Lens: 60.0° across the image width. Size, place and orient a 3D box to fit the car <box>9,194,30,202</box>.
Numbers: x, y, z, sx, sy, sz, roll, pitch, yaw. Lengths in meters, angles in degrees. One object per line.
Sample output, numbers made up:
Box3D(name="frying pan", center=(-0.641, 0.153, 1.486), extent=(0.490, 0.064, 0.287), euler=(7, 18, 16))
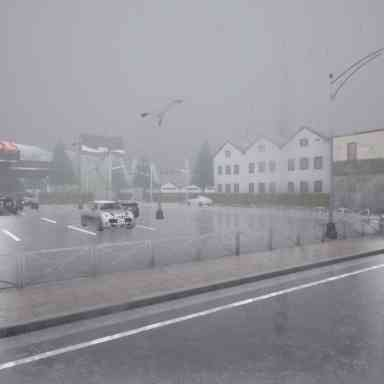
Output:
Box3D(name="car", center=(-38.233, 1.328, 73.739), extent=(3.866, 1.878, 1.905), euler=(0, 0, -36))

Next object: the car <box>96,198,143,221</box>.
Box3D(name="car", center=(-5.800, 1.313, 26.193), extent=(2.007, 1.523, 4.514), euler=(0, 0, -36))

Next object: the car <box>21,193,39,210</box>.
Box3D(name="car", center=(-19.163, 1.092, 38.620), extent=(1.905, 1.878, 3.866), euler=(0, 0, -36))

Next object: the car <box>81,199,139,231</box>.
Box3D(name="car", center=(-4.685, 1.247, 18.327), extent=(1.970, 1.475, 3.806), euler=(0, 0, -36))

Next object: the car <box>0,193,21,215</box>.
Box3D(name="car", center=(-17.266, 1.113, 30.307), extent=(1.932, 1.855, 4.605), euler=(0, 0, -36))

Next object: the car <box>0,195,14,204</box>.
Box3D(name="car", center=(-38.474, 1.495, 66.610), extent=(4.611, 1.667, 2.242), euler=(0, 0, -36))

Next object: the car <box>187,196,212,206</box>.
Box3D(name="car", center=(1.137, 1.349, 49.282), extent=(1.812, 1.442, 4.674), euler=(0, 0, -35))
